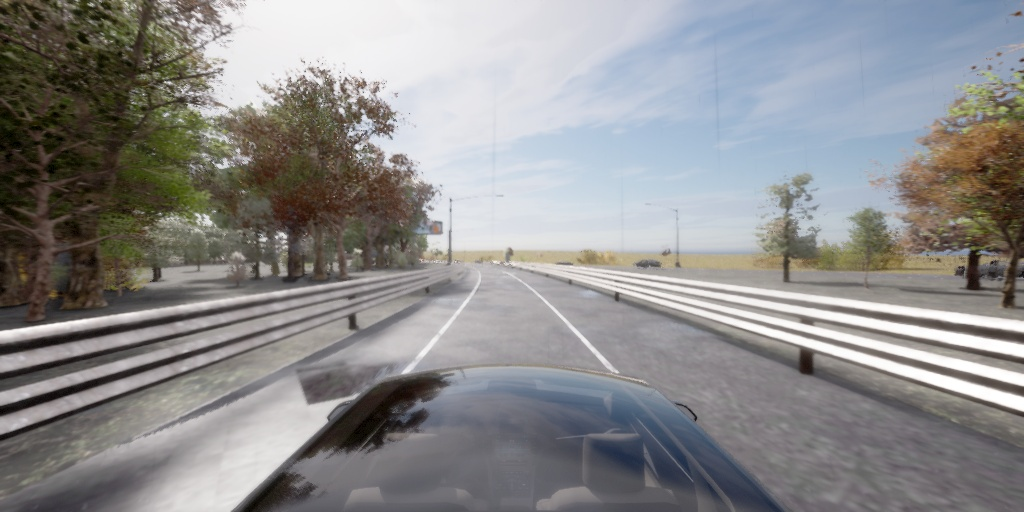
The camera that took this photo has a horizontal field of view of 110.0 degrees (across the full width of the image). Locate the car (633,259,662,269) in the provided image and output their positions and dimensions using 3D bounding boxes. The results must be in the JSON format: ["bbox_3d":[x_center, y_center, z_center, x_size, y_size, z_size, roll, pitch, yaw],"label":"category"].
[{"bbox_3d":[21.472,1.258,57.138,1.837,1.490,4.892,0,-1,-25],"label":"car"}]

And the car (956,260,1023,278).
[{"bbox_3d":[36.083,0.997,26.458,1.994,1.385,4.181,0,0,-26],"label":"car"}]
